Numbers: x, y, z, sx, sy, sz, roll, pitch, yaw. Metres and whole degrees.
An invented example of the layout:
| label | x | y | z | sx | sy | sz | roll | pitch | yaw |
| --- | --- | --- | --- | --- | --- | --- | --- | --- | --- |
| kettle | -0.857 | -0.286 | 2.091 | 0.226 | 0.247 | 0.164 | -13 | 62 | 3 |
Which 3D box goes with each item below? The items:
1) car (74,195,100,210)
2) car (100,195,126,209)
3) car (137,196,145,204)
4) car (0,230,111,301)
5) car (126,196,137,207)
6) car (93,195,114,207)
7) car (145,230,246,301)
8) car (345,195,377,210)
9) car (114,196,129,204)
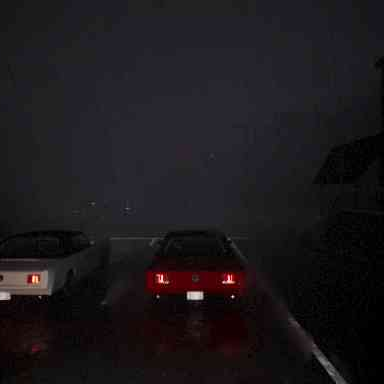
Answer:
| label | x | y | z | sx | sy | sz | roll | pitch | yaw |
| --- | --- | --- | --- | --- | --- | --- | --- | --- | --- |
| car | -14.119 | 1.491 | 44.168 | 2.128 | 1.511 | 4.902 | 0 | 0 | 0 |
| car | -10.616 | 1.525 | 44.947 | 1.812 | 1.442 | 4.674 | 0 | 0 | 0 |
| car | -10.553 | 1.563 | 66.003 | 1.994 | 1.385 | 4.181 | 0 | 0 | 0 |
| car | -3.427 | 1.601 | 8.261 | 1.895 | 1.301 | 4.718 | 0 | 0 | 0 |
| car | -10.615 | 1.351 | 52.671 | 2.097 | 1.767 | 4.553 | 0 | 0 | 0 |
| car | -14.111 | 1.351 | 53.221 | 2.097 | 1.767 | 4.553 | 0 | 0 | 1 |
| car | 0.074 | 1.601 | 8.280 | 1.895 | 1.301 | 4.718 | 0 | 0 | 0 |
| car | 14.111 | 1.066 | 28.473 | 4.181 | 1.385 | 1.994 | -14 | 0 | -1 |
| car | -14.045 | 1.563 | 66.336 | 1.994 | 1.385 | 4.181 | 0 | 0 | 1 |
